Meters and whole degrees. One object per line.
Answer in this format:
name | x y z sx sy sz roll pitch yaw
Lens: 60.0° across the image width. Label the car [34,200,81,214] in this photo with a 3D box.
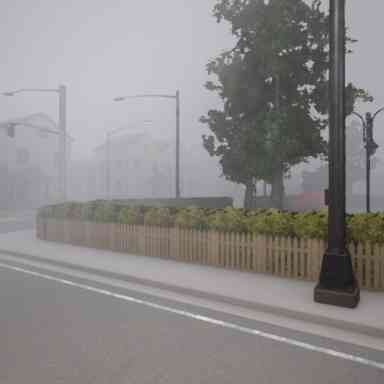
car | -12.196 1.479 31.116 2.128 1.511 4.902 0 0 35
